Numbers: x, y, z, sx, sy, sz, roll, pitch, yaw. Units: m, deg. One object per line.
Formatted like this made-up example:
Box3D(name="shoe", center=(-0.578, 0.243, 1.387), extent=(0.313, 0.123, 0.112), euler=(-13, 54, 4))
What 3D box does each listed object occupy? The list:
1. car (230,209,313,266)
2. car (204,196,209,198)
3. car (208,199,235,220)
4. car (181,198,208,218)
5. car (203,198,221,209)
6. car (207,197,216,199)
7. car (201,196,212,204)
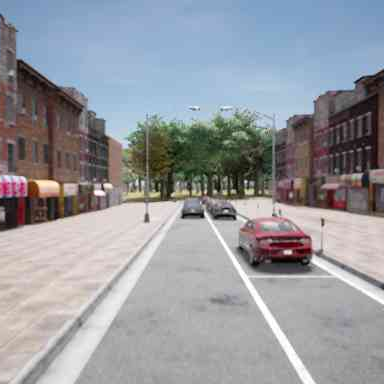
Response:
Box3D(name="car", center=(2.621, 1.513, 11.342), extent=(1.887, 1.381, 4.507), euler=(-1, 0, 0))
Box3D(name="car", center=(2.608, 1.463, 38.374), extent=(1.887, 1.381, 4.507), euler=(-1, 0, 0))
Box3D(name="car", center=(2.613, 1.500, 27.561), extent=(1.947, 1.339, 4.313), euler=(-1, 0, 0))
Box3D(name="car", center=(0.078, 1.495, 29.189), extent=(1.994, 1.385, 4.181), euler=(0, 0, 0))
Box3D(name="car", center=(2.605, 1.463, 43.780), extent=(2.008, 1.369, 4.403), euler=(-1, 0, 0))
Box3D(name="car", center=(2.610, 1.476, 32.968), extent=(2.008, 1.369, 4.403), euler=(-1, 0, 0))
Box3D(name="car", center=(2.598, 1.447, 60.000), extent=(1.887, 1.381, 4.507), euler=(-1, 0, 0))
